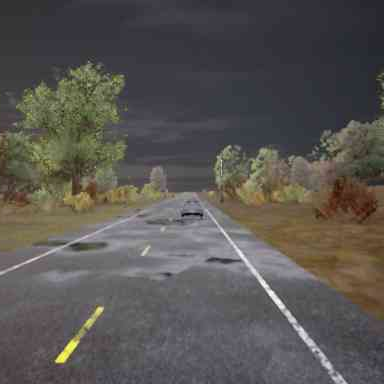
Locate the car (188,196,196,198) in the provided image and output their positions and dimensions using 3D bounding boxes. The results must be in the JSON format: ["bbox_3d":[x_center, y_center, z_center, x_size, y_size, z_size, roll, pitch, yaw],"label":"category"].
[{"bbox_3d":[0.014,1.392,60.170,2.128,1.511,4.902,0,0,0],"label":"car"}]

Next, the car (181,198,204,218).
[{"bbox_3d":[0.007,1.525,29.765,1.994,1.385,4.181,0,0,0],"label":"car"}]
